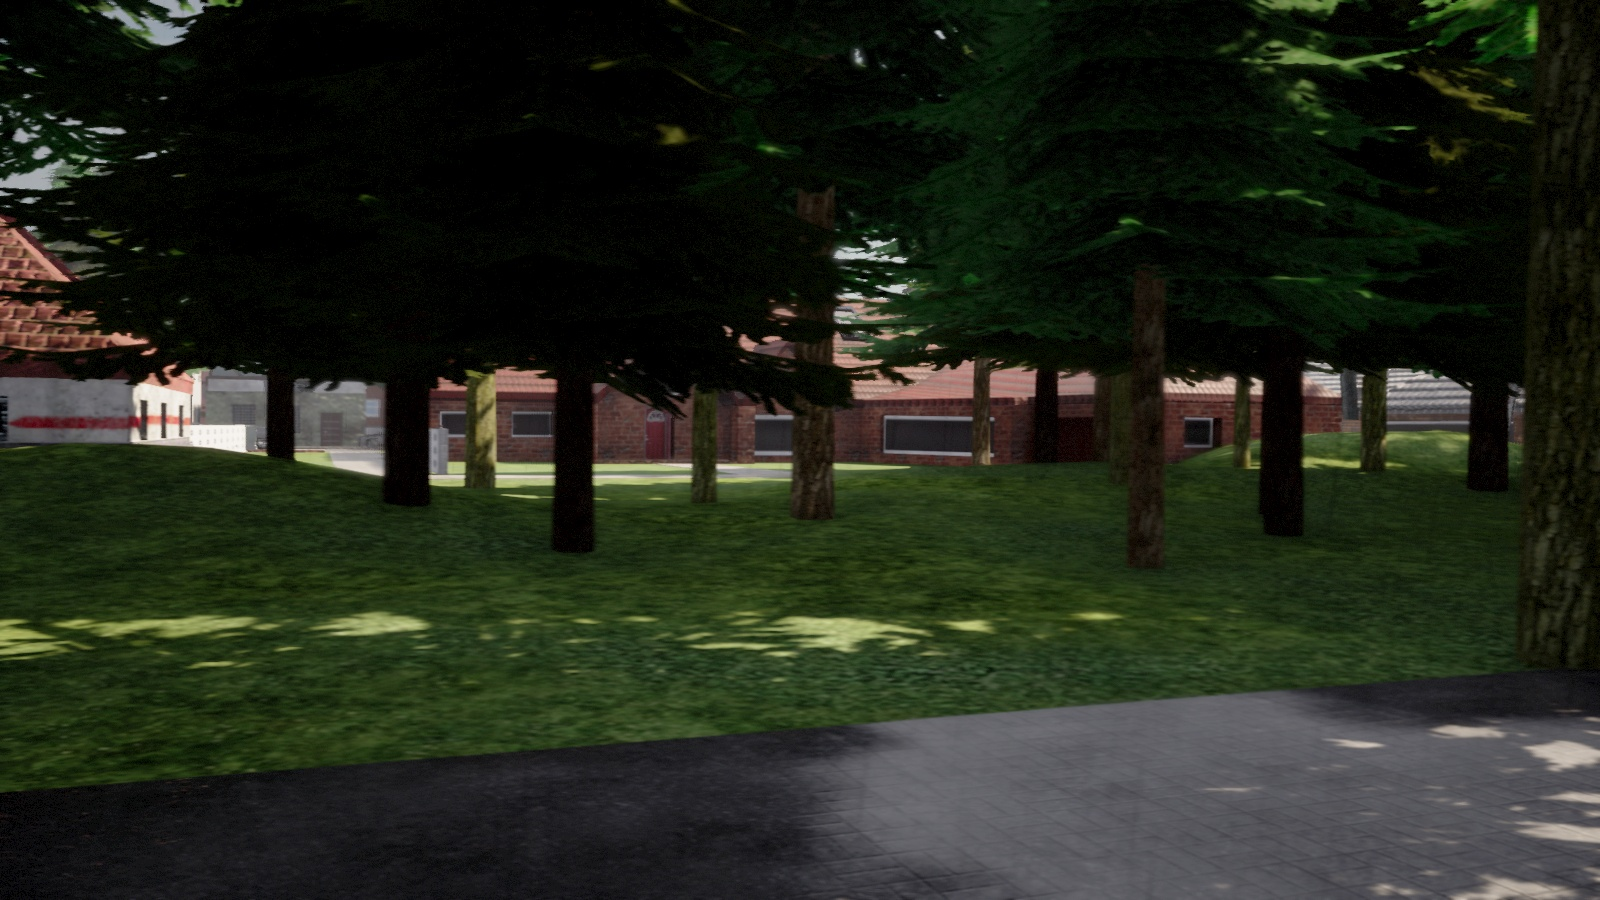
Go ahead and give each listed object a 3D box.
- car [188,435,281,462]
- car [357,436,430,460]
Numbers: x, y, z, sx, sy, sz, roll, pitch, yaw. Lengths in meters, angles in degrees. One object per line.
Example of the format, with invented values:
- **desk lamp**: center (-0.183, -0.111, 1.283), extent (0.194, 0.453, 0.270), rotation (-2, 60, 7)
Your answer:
- **car**: center (-33.533, -0.098, 74.656), extent (4.902, 1.511, 2.128), rotation (-1, 1, -21)
- **car**: center (-25.198, -0.132, 77.828), extent (4.181, 1.385, 1.994), rotation (-1, 1, -21)
